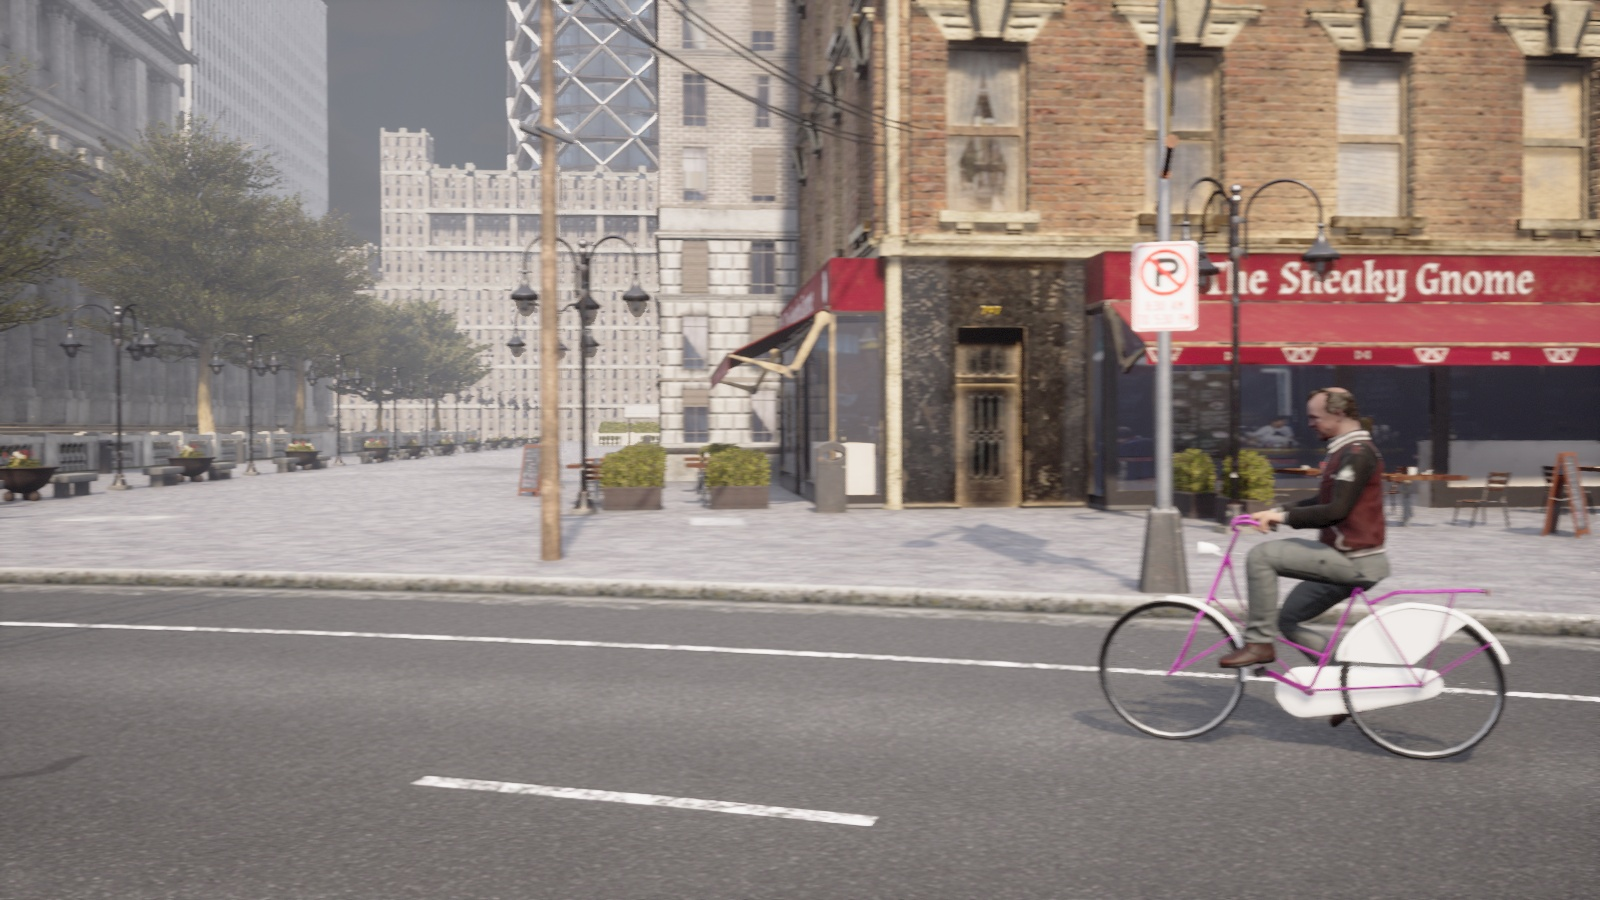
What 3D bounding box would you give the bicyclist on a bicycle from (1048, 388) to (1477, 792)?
[{"bbox_3d":[2.199,0.600,6.129,1.843,1.776,0.659,1,1,20],"label":"bicyclist on a bicycle"}]
